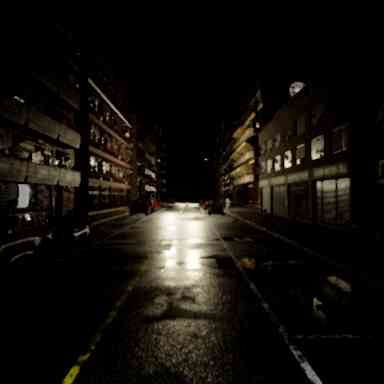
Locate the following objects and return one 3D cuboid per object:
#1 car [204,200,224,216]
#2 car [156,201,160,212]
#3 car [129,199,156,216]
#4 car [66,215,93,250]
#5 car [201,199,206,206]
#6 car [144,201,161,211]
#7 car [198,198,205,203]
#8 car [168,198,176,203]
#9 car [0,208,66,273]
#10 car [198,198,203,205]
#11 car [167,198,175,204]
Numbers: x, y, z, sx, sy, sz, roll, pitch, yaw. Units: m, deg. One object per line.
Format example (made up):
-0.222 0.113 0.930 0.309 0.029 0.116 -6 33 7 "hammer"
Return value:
2.679 1.898 37.714 1.752 1.417 4.829 0 -1 0 "car"
-5.704 1.867 43.182 1.967 1.590 4.097 0 -1 0 "car"
-5.701 1.687 37.548 2.192 1.841 5.009 0 -1 0 "car"
-5.695 1.733 15.001 1.802 1.307 4.206 0 -1 0 "car"
2.675 2.026 48.816 1.887 1.381 4.507 0 -1 0 "car"
-5.705 2.027 48.818 1.887 1.381 4.507 0 -1 0 "car"
2.661 2.443 94.074 1.752 1.417 4.829 0 -1 0 "car"
-5.720 2.468 93.905 2.008 1.369 4.403 0 -1 0 "car"
-5.692 1.410 9.367 2.192 1.841 5.009 0 -1 0 "car"
2.668 2.250 71.359 2.008 1.369 4.403 0 -1 0 "car"
-5.718 2.414 88.268 2.008 1.369 4.403 0 -1 0 "car"
